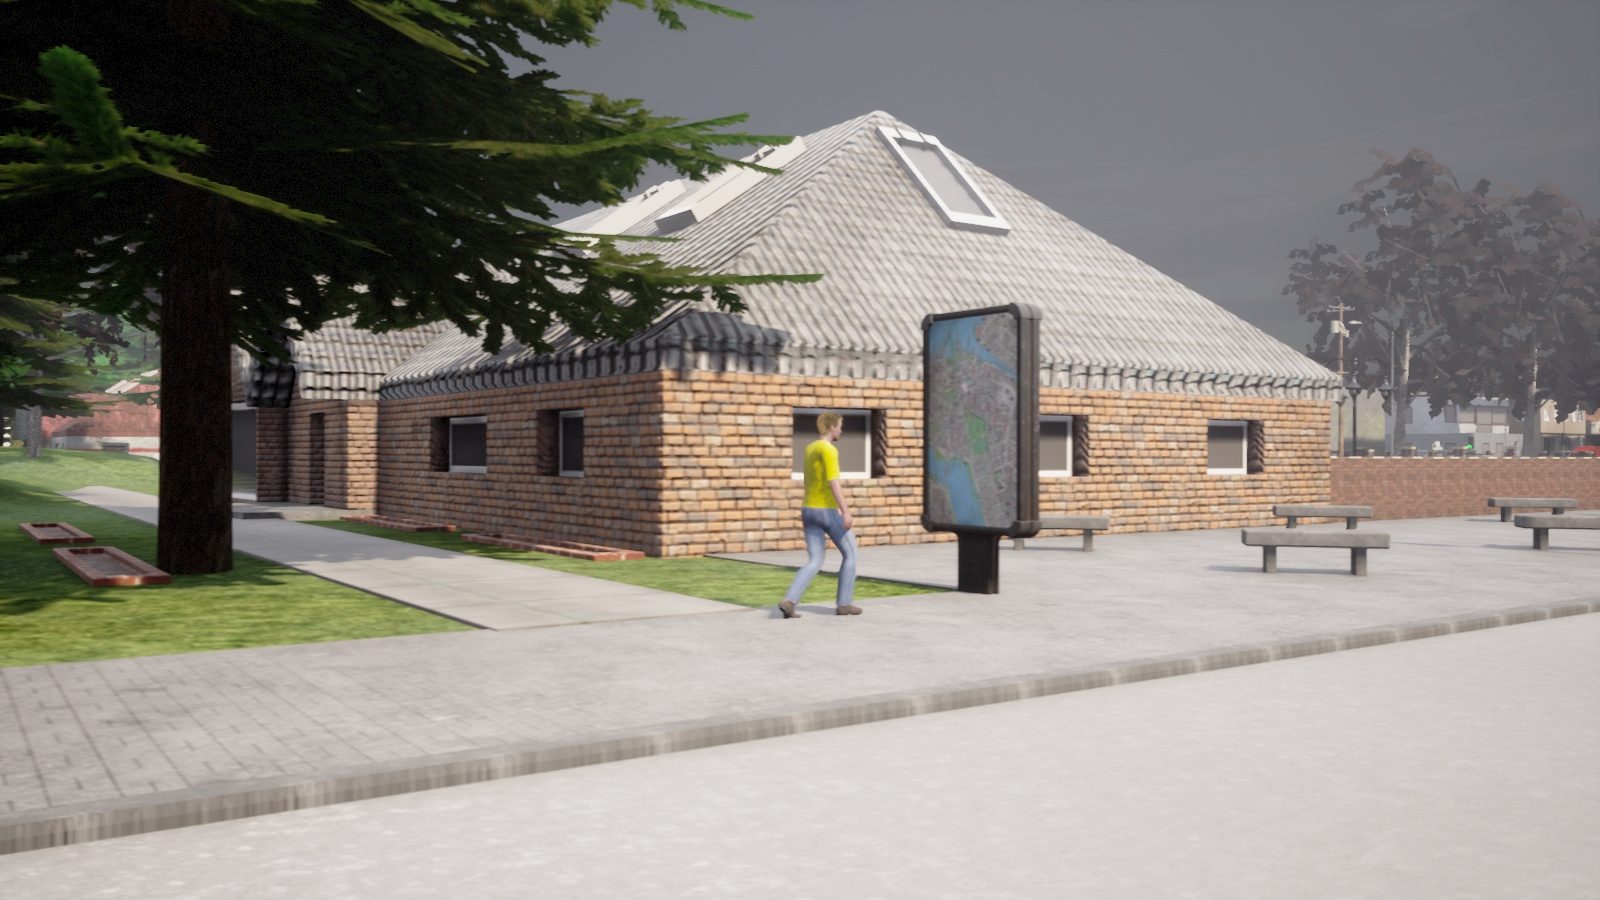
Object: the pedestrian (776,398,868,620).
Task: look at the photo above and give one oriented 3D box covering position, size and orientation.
[{"bbox_3d":[0.188,0.489,10.734,0.706,1.836,0.354,0,0,-29],"label":"pedestrian"}]
